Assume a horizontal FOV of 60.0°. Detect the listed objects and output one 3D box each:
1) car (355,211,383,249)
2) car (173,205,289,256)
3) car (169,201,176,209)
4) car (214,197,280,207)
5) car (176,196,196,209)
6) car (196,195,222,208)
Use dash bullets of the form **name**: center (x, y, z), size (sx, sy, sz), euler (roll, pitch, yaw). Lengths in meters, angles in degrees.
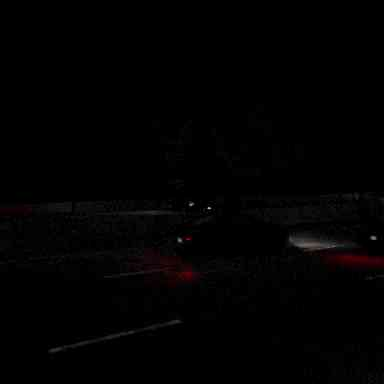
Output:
- **car**: center (8.235, 1.352, 12.394), size (5.008, 1.535, 1.882), euler (-1, 1, -30)
- **car**: center (1.567, 1.440, 12.581), size (4.674, 1.442, 1.812), euler (-1, 1, -30)
- **car**: center (-0.147, 1.209, 36.053), size (4.902, 1.511, 2.128), euler (-1, 1, -30)
- **car**: center (4.772, 1.313, 26.773), size (5.357, 1.411, 2.033), euler (-1, 1, -29)
- **car**: center (1.215, 1.090, 32.801), size (4.553, 1.767, 2.097), euler (-1, 1, -30)
- **car**: center (3.130, 1.255, 29.865), size (4.892, 1.490, 1.837), euler (-1, 1, -30)
